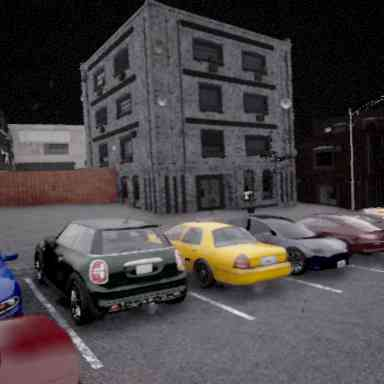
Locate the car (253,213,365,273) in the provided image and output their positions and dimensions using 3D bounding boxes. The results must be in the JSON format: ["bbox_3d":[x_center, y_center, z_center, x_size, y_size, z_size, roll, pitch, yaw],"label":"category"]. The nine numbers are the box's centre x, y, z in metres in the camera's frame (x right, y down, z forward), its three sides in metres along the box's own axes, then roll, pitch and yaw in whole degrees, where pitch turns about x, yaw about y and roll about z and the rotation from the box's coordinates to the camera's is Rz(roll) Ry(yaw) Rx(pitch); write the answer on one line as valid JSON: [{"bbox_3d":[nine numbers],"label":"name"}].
[{"bbox_3d":[2.595,1.512,10.810,2.163,1.488,4.792,0,0,-35],"label":"car"}]

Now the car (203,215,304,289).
[{"bbox_3d":[0.196,1.477,9.365,1.946,1.575,5.366,0,0,-35],"label":"car"}]

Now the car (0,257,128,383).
[{"bbox_3d":[-2.967,1.490,1.260,5.008,1.535,1.882,-1,0,-35],"label":"car"}]

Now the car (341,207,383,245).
[{"bbox_3d":[9.505,1.487,15.539,1.946,1.575,5.366,0,0,-35],"label":"car"}]

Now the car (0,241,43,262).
[{"bbox_3d":[-4.349,1.480,5.907,2.097,1.535,5.008,-1,0,-35],"label":"car"}]

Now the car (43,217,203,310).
[{"bbox_3d":[-2.055,1.352,7.496,2.185,1.767,4.553,0,0,-35],"label":"car"}]
